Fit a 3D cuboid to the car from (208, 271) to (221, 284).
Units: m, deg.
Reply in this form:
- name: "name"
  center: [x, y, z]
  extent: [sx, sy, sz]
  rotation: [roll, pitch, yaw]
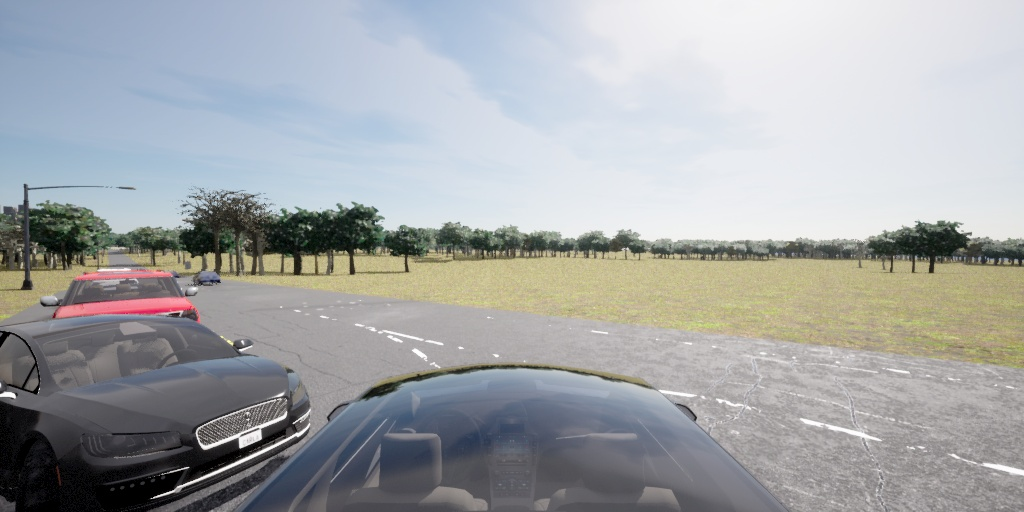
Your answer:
- name: "car"
  center: [-34.095, 2.423, 40.014]
  extent: [5.357, 1.411, 2.033]
  rotation: [-2, 0, 42]

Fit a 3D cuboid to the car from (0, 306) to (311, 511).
- name: "car"
  center: [-4.513, 1.445, 4.013]
  extent: [4.892, 1.490, 1.837]
  rotation: [-3, -3, 22]

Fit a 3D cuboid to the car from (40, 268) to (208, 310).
- name: "car"
  center: [-9.365, 1.386, 8.720]
  extent: [5.566, 2.045, 2.150]
  rotation: [-2, 0, 42]

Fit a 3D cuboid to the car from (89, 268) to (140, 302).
- name: "car"
  center: [-27.747, 1.890, 25.038]
  extent: [5.566, 2.045, 2.150]
  rotation: [-2, 0, 42]
